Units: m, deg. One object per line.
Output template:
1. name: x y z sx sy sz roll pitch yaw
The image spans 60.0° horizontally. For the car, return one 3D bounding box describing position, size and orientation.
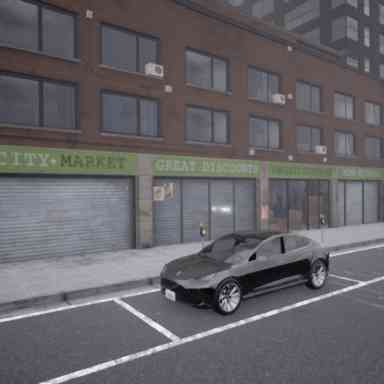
1. car: 1.361 1.563 7.523 4.313 1.339 1.947 0 -1 -36
